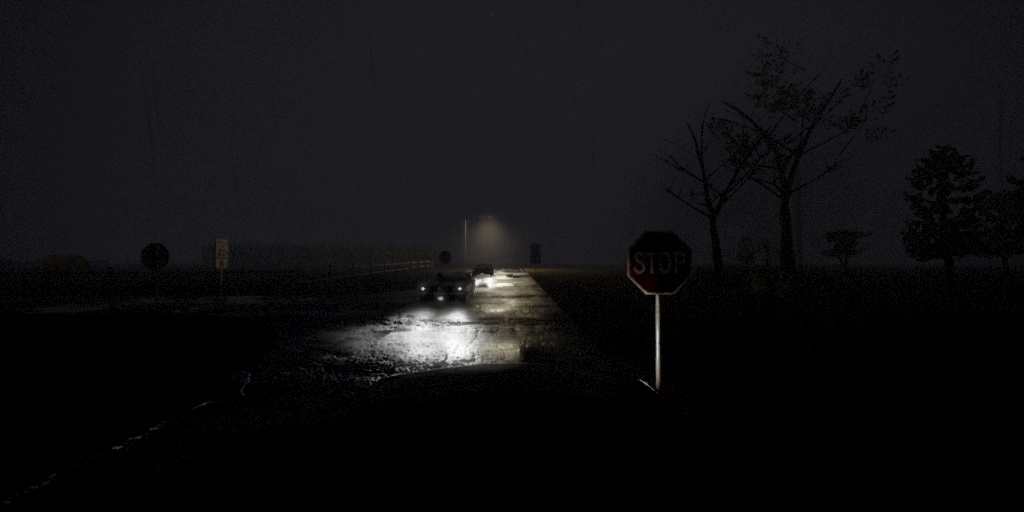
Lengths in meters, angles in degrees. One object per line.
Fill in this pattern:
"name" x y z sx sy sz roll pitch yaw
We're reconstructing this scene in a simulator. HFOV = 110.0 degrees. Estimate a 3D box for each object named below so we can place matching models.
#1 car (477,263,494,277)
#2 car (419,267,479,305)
"car" -2.774 1.352 35.512 1.895 1.301 4.718 0 0 0
"car" -2.760 1.354 16.157 1.895 1.301 4.718 0 0 0
